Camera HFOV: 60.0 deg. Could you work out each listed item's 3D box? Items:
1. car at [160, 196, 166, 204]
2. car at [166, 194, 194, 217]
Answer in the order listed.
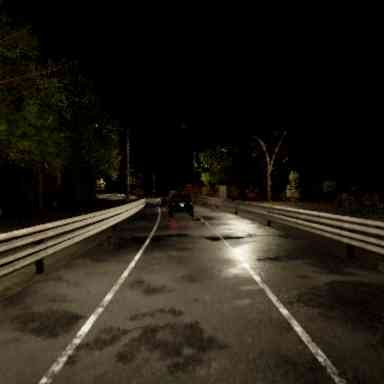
[{"bbox_3d":[-4.674,1.496,60.631,2.033,1.411,5.357,0,0,-11],"label":"car"},{"bbox_3d":[-1.095,1.209,31.202,2.150,2.045,5.566,0,0,-5],"label":"car"}]
